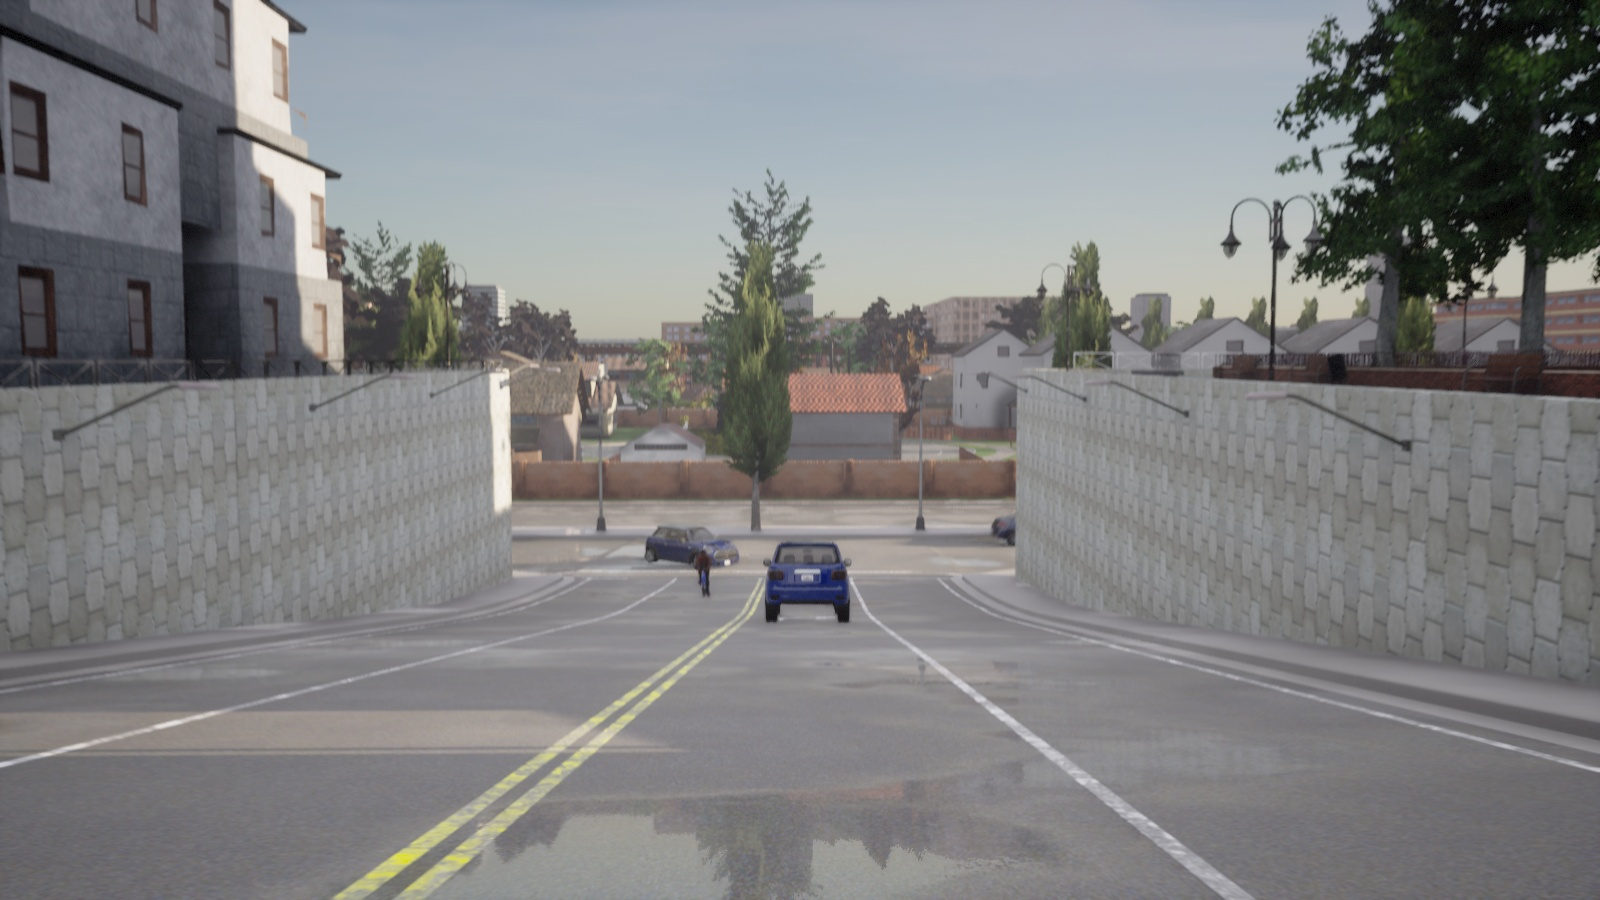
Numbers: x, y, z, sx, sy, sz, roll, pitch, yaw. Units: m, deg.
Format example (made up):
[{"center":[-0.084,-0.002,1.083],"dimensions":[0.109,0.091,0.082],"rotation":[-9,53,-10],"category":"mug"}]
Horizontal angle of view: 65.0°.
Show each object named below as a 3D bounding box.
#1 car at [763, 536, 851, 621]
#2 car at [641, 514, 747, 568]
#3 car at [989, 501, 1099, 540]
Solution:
[{"center":[0.190,3.372,33.545],"dimensions":[2.150,2.045,5.566],"rotation":[0,-5,0],"category":"car"},{"center":[-4.688,3.959,55.047],"dimensions":[4.553,1.767,2.097],"rotation":[3,5,43],"category":"car"},{"center":[12.123,3.512,62.590],"dimensions":[5.027,1.651,2.152],"rotation":[0,4,-1],"category":"car"}]
